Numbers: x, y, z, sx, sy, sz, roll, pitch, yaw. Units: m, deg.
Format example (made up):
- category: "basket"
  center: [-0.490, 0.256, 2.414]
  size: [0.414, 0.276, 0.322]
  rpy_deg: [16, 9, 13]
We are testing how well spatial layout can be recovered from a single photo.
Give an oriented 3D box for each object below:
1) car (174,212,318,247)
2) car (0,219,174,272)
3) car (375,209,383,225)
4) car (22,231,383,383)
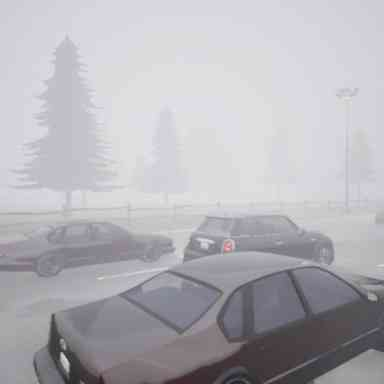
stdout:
- category: "car"
  center: [2.045, 1.348, 9.505]
  size: [4.553, 1.767, 2.097]
  rpy_deg: [0, 0, -36]
- category: "car"
  center: [-3.130, 1.546, 10.112]
  size: [5.357, 1.411, 2.033]
  rpy_deg: [0, 0, -36]
- category: "car"
  center: [14.189, 1.549, 22.466]
  size: [4.181, 1.385, 1.994]
  rpy_deg: [0, 0, -36]
- category: "car"
  center: [0.924, 1.546, 4.405]
  size: [5.357, 1.411, 2.033]
  rpy_deg: [0, 0, -36]
